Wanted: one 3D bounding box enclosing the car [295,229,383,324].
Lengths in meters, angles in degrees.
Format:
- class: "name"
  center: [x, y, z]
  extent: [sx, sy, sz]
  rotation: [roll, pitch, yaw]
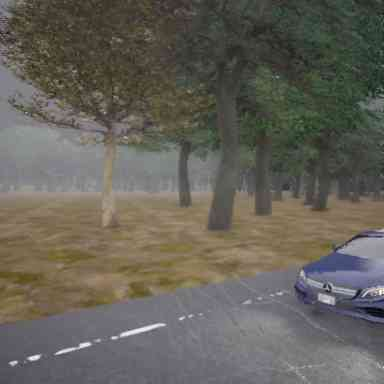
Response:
- class: "car"
  center: [4.160, 1.547, 6.956]
  extent: [4.674, 1.442, 1.812]
  rotation: [0, 0, -35]
